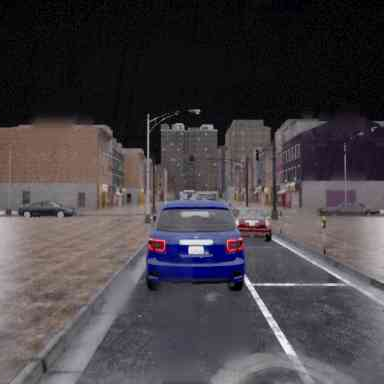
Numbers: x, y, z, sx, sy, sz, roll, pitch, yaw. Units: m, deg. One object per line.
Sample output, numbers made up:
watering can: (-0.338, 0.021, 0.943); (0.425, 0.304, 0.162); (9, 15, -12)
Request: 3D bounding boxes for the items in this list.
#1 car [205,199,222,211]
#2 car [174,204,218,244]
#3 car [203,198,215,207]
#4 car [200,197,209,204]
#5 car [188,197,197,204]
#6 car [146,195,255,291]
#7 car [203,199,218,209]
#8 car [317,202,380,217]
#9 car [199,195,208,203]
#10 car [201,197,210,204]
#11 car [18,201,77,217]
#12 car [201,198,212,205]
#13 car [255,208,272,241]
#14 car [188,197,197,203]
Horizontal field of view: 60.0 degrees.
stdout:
car: (2.734, 1.670, 43.523); (1.947, 1.339, 4.313); (1, 0, 0)
car: (0.126, 1.494, 16.964); (1.882, 1.535, 5.008); (0, 0, -1)
car: (2.756, 1.700, 54.566); (1.752, 1.417, 4.829); (1, 0, 0)
car: (2.795, 1.888, 76.317); (1.752, 1.417, 4.829); (1, -1, 0)
car: (0.159, 1.847, 72.129); (1.812, 1.442, 4.674); (0, -1, 0)
car: (0.057, 1.227, 9.166); (2.150, 2.045, 5.566); (0, 0, -1)
car: (2.744, 1.702, 48.960); (1.947, 1.339, 4.313); (1, 0, 0)
car: (14.771, 1.611, 31.548); (5.357, 1.411, 2.033); (0, -2, 3)
car: (2.808, 1.730, 81.587); (2.192, 1.841, 5.009); (1, -1, 0)
car: (2.785, 1.836, 70.879); (1.752, 1.417, 4.829); (1, -1, 0)
car: (-12.469, 1.526, 28.863); (4.892, 1.490, 1.837); (0, -2, 2)
car: (2.773, 1.826, 65.272); (1.947, 1.339, 4.313); (1, -1, 0)
car: (2.691, 1.457, 16.776); (1.967, 1.590, 4.097); (2, 0, 0)
car: (0.155, 1.968, 84.195); (2.128, 1.511, 4.902); (0, -1, 0)
